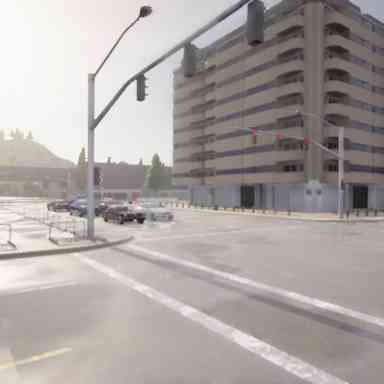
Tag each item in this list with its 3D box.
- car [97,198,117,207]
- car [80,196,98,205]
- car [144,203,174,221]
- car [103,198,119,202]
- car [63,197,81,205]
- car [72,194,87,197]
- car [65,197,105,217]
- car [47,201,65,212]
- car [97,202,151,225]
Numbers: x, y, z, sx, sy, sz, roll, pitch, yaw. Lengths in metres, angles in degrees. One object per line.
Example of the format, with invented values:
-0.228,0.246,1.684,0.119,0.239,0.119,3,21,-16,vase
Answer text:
-14.569,1.708,56.972,1.812,1.442,4.674,0,0,-35,car
-19.970,1.661,64.595,1.882,1.535,5.008,0,0,-35,car
-3.362,1.664,28.744,1.812,1.442,4.674,0,0,-35,car
-8.723,1.644,36.283,1.837,1.490,4.892,0,0,-35,car
-22.378,1.726,61.938,1.994,1.385,4.181,0,0,-35,car
-14.798,1.359,44.871,2.150,2.045,5.566,0,0,-35,car
-10.724,1.596,33.053,1.882,1.535,5.008,0,0,-35,car
-16.628,1.720,41.398,1.895,1.301,4.718,0,0,-35,car
-5.307,1.718,25.408,1.895,1.301,4.718,0,0,-35,car
